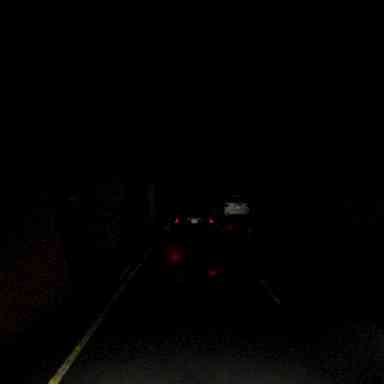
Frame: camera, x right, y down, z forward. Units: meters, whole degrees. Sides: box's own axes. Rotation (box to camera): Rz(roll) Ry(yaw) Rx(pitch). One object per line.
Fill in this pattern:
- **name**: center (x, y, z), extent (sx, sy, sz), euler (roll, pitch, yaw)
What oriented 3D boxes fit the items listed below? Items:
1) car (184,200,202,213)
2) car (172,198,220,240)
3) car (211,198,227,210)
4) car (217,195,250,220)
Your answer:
- **car**: center (0.107, 1.617, 38.009), extent (1.895, 1.301, 4.718), euler (0, 0, 0)
- **car**: center (0.103, 1.359, 17.099), extent (2.097, 1.767, 4.553), euler (0, 0, 0)
- **car**: center (3.558, 1.546, 44.672), extent (1.812, 1.442, 4.674), euler (0, 0, 1)
- **car**: center (3.542, 1.236, 28.168), extent (2.150, 2.045, 5.566), euler (0, 0, 1)
